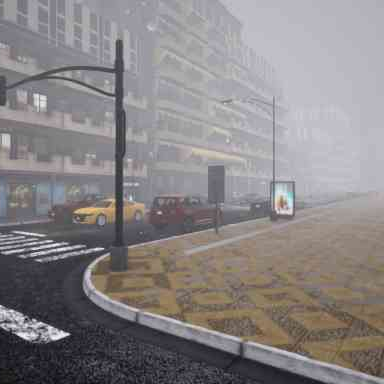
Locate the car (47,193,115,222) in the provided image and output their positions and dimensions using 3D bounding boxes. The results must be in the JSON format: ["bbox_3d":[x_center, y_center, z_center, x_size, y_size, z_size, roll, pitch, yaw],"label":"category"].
[{"bbox_3d":[-7.085,1.010,22.474,2.192,1.841,5.009,1,2,35],"label":"car"}]

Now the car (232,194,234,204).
[{"bbox_3d":[5.609,0.828,40.672,2.008,1.369,4.403,2,2,35],"label":"car"}]

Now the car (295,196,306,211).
[{"bbox_3d":[9.344,0.964,31.382,1.947,1.339,4.313,1,2,35],"label":"car"}]

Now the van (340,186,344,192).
[{"bbox_3d":[37.349,-0.446,86.145,1.690,1.788,3.998,2,2,35],"label":"van"}]

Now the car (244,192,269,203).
[{"bbox_3d":[8.782,0.754,45.220,1.802,1.307,4.206,2,2,35],"label":"car"}]

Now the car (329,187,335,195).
[{"bbox_3d":[31.000,-0.028,77.055,1.887,1.381,4.507,2,2,35],"label":"car"}]

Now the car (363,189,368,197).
[{"bbox_3d":[31.567,0.098,63.220,1.967,1.590,4.097,1,2,35],"label":"car"}]

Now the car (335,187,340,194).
[{"bbox_3d":[34.175,-0.240,81.600,1.967,1.590,4.097,2,2,35],"label":"car"}]

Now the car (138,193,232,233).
[{"bbox_3d":[-0.179,1.026,17.728,2.192,1.841,5.009,1,2,35],"label":"car"}]

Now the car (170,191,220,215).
[{"bbox_3d":[0.331,0.878,28.606,2.097,1.767,4.553,0,1,35],"label":"car"}]

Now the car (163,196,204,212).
[{"bbox_3d":[-0.739,1.069,31.577,1.802,1.307,4.206,2,2,35],"label":"car"}]

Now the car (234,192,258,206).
[{"bbox_3d":[7.026,0.812,38.181,1.837,1.490,4.892,0,1,35],"label":"car"}]

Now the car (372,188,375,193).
[{"bbox_3d":[37.916,-0.012,72.321,1.887,1.381,4.507,1,2,35],"label":"car"}]

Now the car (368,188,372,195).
[{"bbox_3d":[34.741,0.095,67.772,1.887,1.381,4.507,1,2,35],"label":"car"}]

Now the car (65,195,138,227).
[{"bbox_3d":[-5.054,1.180,20.885,1.882,1.535,5.008,0,1,34],"label":"car"}]

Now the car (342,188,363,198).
[{"bbox_3d":[28.392,0.308,58.675,1.887,1.381,4.507,1,2,35],"label":"car"}]

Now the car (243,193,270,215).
[{"bbox_3d":[6.169,1.069,26.832,1.947,1.339,4.313,1,2,35],"label":"car"}]

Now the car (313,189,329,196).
[{"bbox_3d":[27.826,-0.025,72.503,1.967,1.590,4.097,2,2,35],"label":"car"}]

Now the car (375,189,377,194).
[{"bbox_3d":[44.265,-0.221,81.419,2.008,1.369,4.403,1,2,35],"label":"car"}]
